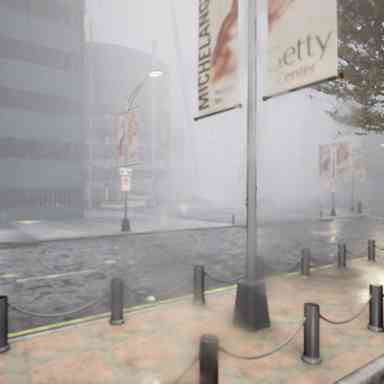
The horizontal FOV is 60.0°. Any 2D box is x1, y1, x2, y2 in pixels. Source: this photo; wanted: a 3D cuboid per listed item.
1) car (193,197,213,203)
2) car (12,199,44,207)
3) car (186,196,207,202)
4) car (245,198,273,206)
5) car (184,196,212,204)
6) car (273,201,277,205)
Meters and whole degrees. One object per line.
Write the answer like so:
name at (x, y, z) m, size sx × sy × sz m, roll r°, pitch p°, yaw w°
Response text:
car at (2.448, 1.761, 74.919) m, size 4.181 × 1.385 × 1.994 m, roll 0°, pitch 0°, yaw 37°
car at (-16.132, 1.339, 31.005) m, size 4.674 × 1.452 × 2.002 m, roll 0°, pitch 0°, yaw -36°
car at (1.226, 1.753, 83.935) m, size 4.902 × 1.511 × 2.128 m, roll 0°, pitch 0°, yaw 26°
car at (11.498, 1.803, 59.301) m, size 1.895 × 1.301 × 4.718 m, roll 0°, pitch 0°, yaw -36°
car at (1.222, 1.695, 71.448) m, size 4.892 × 1.490 × 1.837 m, roll 0°, pitch 0°, yaw 41°
car at (13.391, 1.766, 62.749) m, size 2.033 × 1.411 × 5.357 m, roll 0°, pitch 0°, yaw -35°
